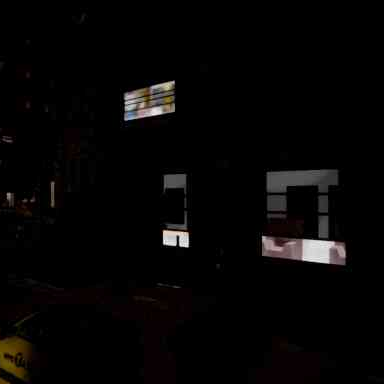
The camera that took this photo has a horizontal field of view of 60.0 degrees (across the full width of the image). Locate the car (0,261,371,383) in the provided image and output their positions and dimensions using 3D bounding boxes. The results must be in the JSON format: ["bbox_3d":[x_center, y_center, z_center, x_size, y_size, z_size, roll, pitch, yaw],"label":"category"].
[{"bbox_3d":[-0.815,1.525,3.437,4.829,1.417,1.752,0,0,35],"label":"car"}]

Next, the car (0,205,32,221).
[{"bbox_3d":[-16.712,1.836,29.242,1.752,1.417,4.829,-1,-2,35],"label":"car"}]
